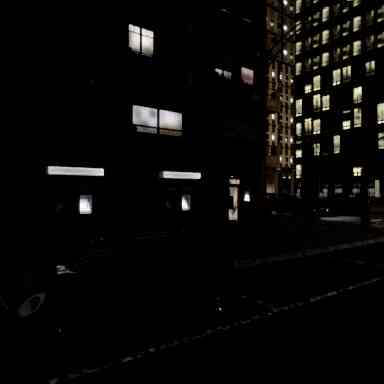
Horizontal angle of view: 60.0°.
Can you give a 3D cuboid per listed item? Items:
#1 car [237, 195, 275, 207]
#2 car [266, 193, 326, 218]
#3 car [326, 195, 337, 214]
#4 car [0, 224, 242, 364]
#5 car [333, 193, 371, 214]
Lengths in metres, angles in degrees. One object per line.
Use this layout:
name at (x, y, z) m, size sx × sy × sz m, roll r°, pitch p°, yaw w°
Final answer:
car at (7.759, 1.073, 40.698) m, size 1.947 × 1.339 × 4.313 m, roll 1°, pitch 0°, yaw -36°
car at (7.630, 1.010, 26.746) m, size 2.192 × 1.841 × 5.009 m, roll 2°, pitch 0°, yaw -36°
car at (9.429, 1.197, 28.638) m, size 1.837 × 1.490 × 4.892 m, roll 0°, pitch 1°, yaw -36°
car at (-1.116, 1.440, 5.780) m, size 4.097 × 1.590 × 1.967 m, roll 0°, pitch 0°, yaw -36°
car at (14.342, 1.029, 31.763) m, size 2.192 × 1.841 × 5.009 m, roll 1°, pitch 0°, yaw -36°
